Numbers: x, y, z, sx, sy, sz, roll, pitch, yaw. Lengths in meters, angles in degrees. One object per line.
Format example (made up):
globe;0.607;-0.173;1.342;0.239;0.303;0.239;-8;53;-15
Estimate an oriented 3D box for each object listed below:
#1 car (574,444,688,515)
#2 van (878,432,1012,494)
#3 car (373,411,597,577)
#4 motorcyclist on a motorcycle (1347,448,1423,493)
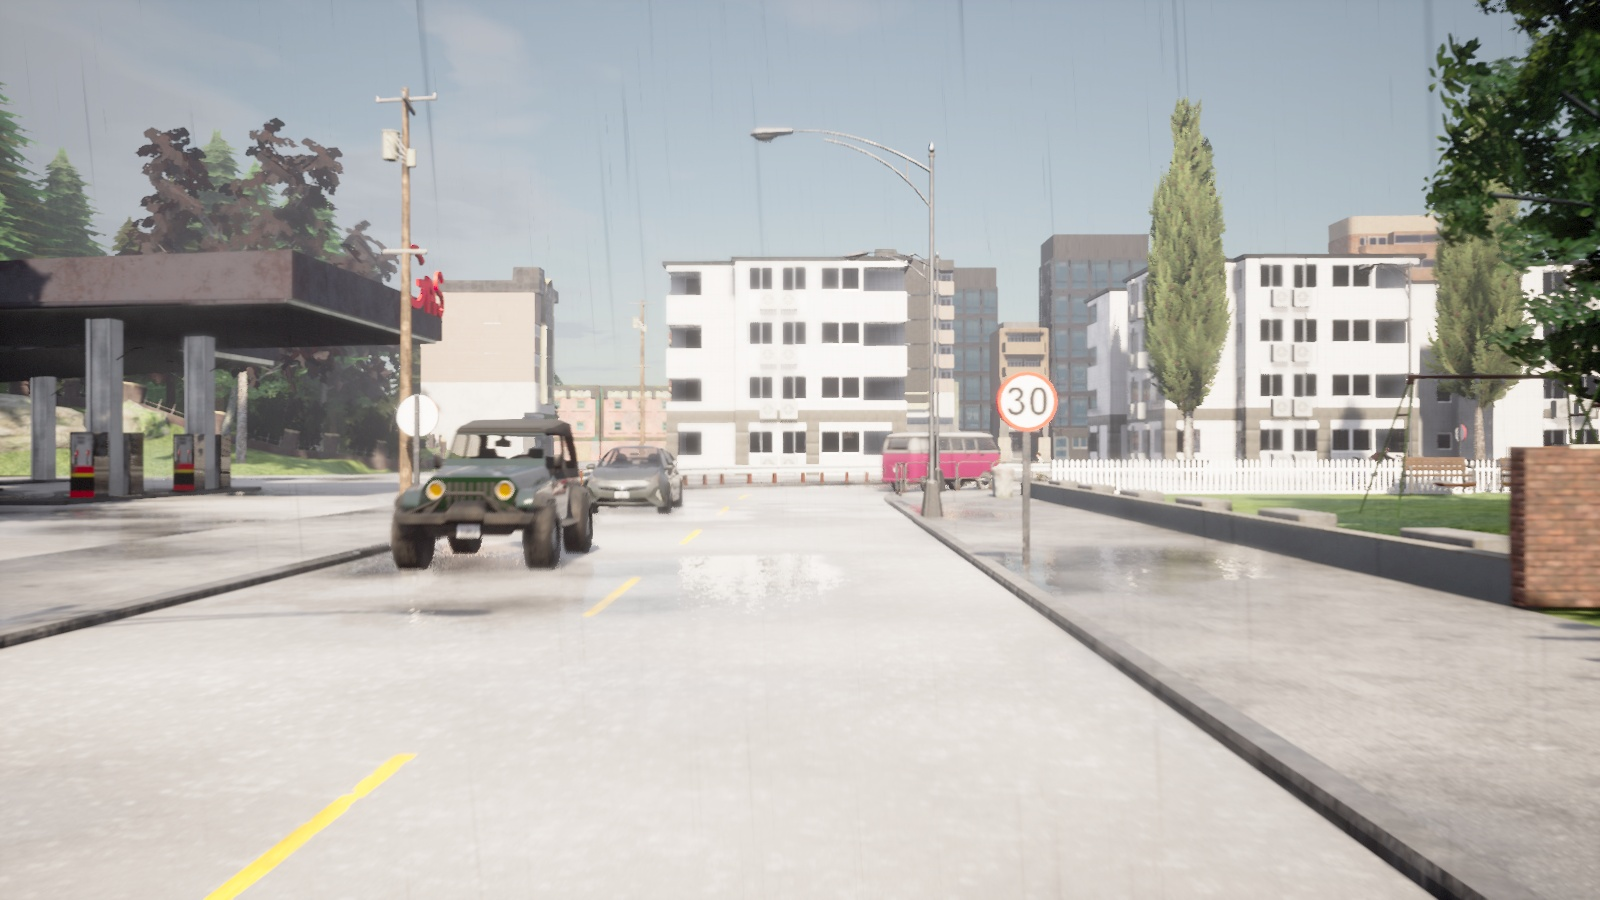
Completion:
car;-3.828;0.626;29.226;2.007;1.525;4.514;0;0;1
van;4.904;0.411;42.234;4.442;1.987;1.775;0;0;-35
car;-3.892;0.506;16.213;1.905;1.878;3.866;0;0;0
motorcyclist on a motorcycle;20.131;0.703;43.242;2.191;1.530;0.866;0;0;1
